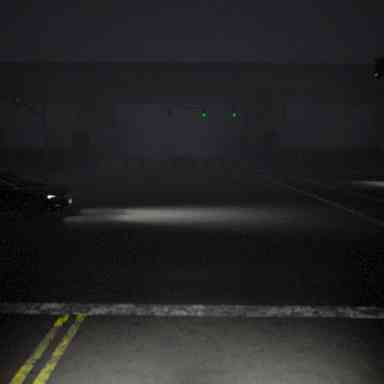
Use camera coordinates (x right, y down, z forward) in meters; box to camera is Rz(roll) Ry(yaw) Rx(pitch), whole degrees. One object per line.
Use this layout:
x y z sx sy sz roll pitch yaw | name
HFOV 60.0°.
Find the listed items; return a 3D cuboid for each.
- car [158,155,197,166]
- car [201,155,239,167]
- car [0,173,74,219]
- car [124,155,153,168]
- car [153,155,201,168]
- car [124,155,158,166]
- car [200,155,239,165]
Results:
-1.804 -4.013 41.695 4.536 1.218 1.853 -5 9 -35 | car
3.537 -3.949 42.350 4.974 1.542 2.038 4 9 30 | car
-6.875 0.061 12.103 4.902 1.511 2.128 0 7 1 | car
-6.453 -3.856 41.777 4.974 1.542 2.038 7 10 44 | car
-1.846 -3.852 41.686 4.974 1.542 2.038 -5 9 -35 | car
-6.491 -4.017 41.792 4.536 1.218 1.853 7 10 44 | car
3.491 -4.108 42.355 4.536 1.218 1.853 4 9 30 | car
